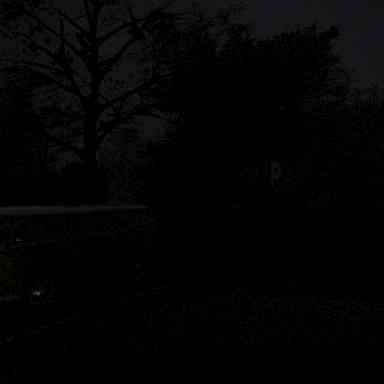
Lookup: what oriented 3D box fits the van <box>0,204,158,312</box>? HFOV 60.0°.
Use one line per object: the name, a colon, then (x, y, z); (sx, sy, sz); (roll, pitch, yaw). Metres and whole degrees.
van: (-2.836, 1.283, 7.705); (1.878, 1.987, 4.442); (-1, 0, 36)
